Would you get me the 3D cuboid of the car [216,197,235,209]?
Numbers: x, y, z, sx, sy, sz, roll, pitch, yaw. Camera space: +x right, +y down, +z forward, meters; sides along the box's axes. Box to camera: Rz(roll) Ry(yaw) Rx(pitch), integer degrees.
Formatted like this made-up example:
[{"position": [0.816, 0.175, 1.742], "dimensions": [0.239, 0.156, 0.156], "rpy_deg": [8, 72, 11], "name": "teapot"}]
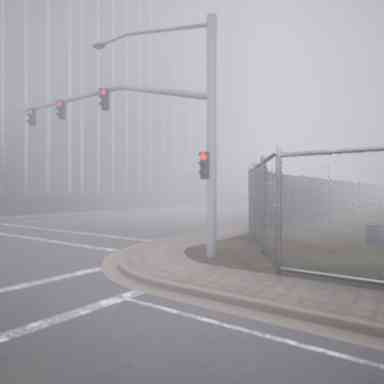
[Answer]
[{"position": [4.071, 1.425, 44.919], "dimensions": [1.837, 1.490, 4.892], "rpy_deg": [0, 0, 36], "name": "car"}]
